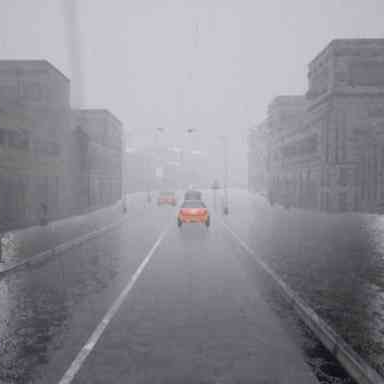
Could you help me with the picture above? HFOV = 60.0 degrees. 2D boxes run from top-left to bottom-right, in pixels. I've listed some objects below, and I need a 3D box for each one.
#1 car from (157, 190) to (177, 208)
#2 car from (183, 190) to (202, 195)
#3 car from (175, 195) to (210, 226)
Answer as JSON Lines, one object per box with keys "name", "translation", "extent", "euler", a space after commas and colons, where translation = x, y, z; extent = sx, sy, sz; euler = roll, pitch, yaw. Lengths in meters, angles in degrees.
{"name": "car", "translation": [-3.089, 0.799, 41.835], "extent": [2.150, 2.045, 5.566], "euler": [0, 3, 0]}
{"name": "car", "translation": [0.100, 0.764, 42.597], "extent": [2.150, 2.045, 5.566], "euler": [0, 3, 0]}
{"name": "car", "translation": [0.100, 1.339, 23.400], "extent": [2.097, 1.767, 4.553], "euler": [0, 0, 0]}
